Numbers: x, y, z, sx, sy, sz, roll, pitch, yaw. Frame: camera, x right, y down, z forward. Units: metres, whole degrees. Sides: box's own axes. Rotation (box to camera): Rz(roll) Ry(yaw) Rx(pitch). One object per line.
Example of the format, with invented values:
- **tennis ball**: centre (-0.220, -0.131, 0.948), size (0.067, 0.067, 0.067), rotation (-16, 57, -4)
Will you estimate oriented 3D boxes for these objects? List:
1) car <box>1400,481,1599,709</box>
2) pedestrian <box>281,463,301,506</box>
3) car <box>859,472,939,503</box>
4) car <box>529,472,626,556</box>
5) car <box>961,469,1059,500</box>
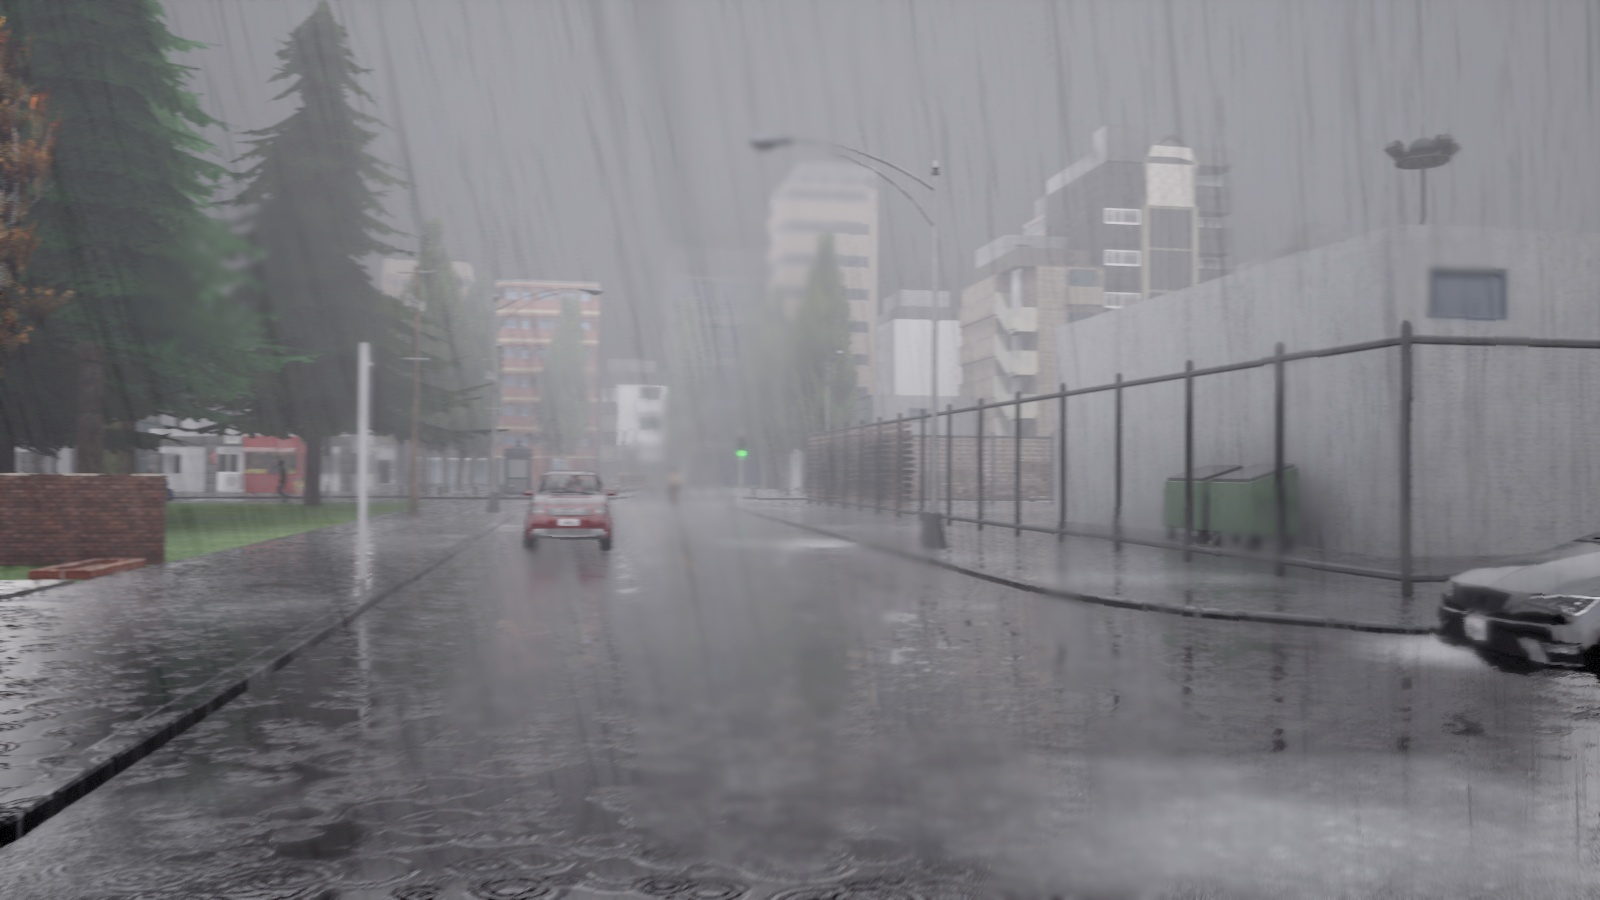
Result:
- **car**: centre (6.935, 0.971, 9.209), size (4.193, 1.474, 1.816), rotation (0, -1, -1)
- **pedestrian**: centre (-21.540, 1.461, 53.183), size (0.709, 1.840, 0.431), rotation (0, -1, -12)
- **car**: centre (4.919, 1.878, 62.810), size (3.633, 1.501, 1.845), rotation (0, -1, -10)
- **car**: centre (-4.493, 1.231, 25.440), size (1.789, 1.549, 3.705), rotation (0, -1, -10)
- **car**: centre (11.340, 1.868, 67.906), size (4.856, 1.649, 2.033), rotation (0, -1, -9)
